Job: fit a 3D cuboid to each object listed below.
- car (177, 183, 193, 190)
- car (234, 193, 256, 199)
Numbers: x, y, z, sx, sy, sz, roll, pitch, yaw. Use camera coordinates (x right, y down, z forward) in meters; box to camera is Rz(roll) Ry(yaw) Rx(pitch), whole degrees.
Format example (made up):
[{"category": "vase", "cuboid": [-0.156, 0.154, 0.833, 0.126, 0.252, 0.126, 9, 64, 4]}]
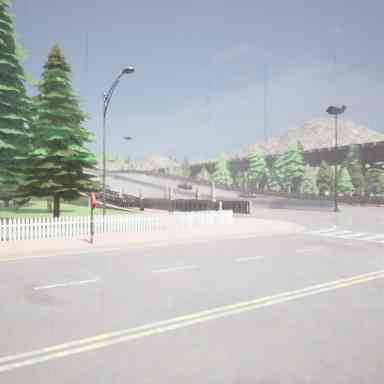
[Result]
[{"category": "car", "cuboid": [-1.702, -1.377, 78.265, 2.128, 1.511, 4.902, 0, 7, -34]}, {"category": "car", "cuboid": [9.795, 0.898, 61.104, 1.812, 1.442, 4.674, 0, 4, -34]}]
